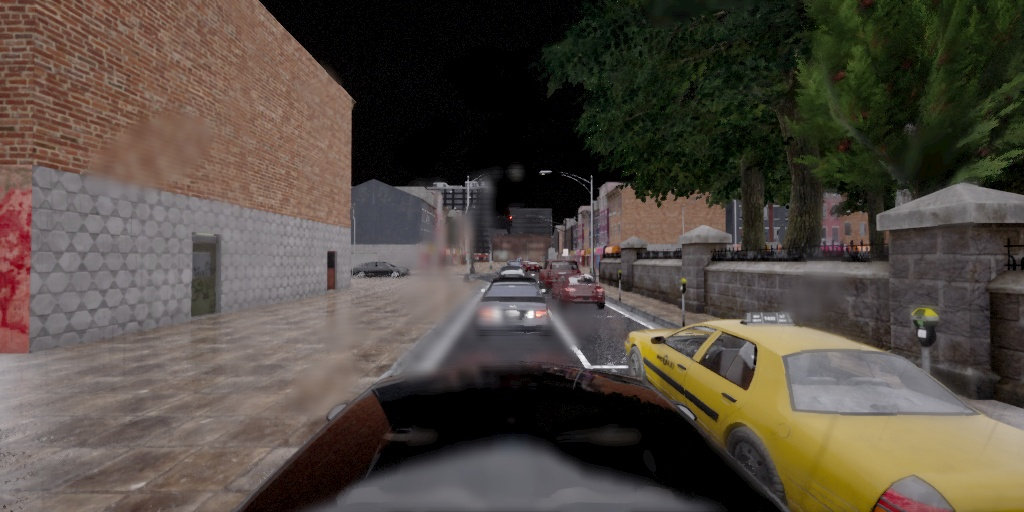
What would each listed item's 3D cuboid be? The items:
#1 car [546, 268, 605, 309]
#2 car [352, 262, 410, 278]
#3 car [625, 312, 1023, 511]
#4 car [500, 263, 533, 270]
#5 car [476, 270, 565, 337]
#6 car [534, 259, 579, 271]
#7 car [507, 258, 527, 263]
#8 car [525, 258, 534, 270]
[{"bbox_3d":[2.632,1.338,14.716,1.802,1.307,4.207,0,0,0],"label":"car"},{"bbox_3d":[-11.510,1.248,31.730,4.892,1.490,1.837,0,-1,0],"label":"car"},{"bbox_3d":[2.639,1.276,3.988,1.751,1.417,4.829,0,0,0],"label":"car"},{"bbox_3d":[0.014,1.287,19.946,1.812,1.442,4.674,0,0,1],"label":"car"},{"bbox_3d":[0.062,1.300,10.234,2.033,1.411,5.357,0,0,0],"label":"car"},{"bbox_3d":[2.628,1.076,20.165,2.192,1.841,5.009,0,0,0],"label":"car"},{"bbox_3d":[0.285,1.356,45.831,2.033,1.411,5.357,0,0,-4],"label":"car"},{"bbox_3d":[2.610,1.356,46.594,1.888,1.381,4.507,0,0,0],"label":"car"}]
